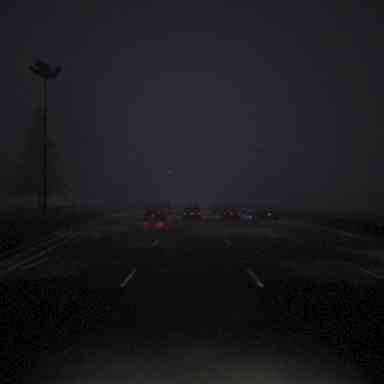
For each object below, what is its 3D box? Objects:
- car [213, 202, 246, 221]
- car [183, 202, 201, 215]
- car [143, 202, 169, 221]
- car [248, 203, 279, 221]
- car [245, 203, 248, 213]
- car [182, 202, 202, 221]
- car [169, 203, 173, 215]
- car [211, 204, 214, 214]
[{"bbox_3d":[3.492,1.980,31.714,2.033,1.411,5.357,0,-1,0],"label":"car"},{"bbox_3d":[-0.004,2.073,42.615,2.128,1.511,4.902,0,-1,0],"label":"car"},{"bbox_3d":[-3.508,1.964,32.129,1.812,1.442,4.674,0,-1,0],"label":"car"},{"bbox_3d":[6.992,2.003,32.131,1.994,1.385,4.181,0,-1,0],"label":"car"},{"bbox_3d":[6.996,2.107,42.649,1.812,1.442,4.674,0,-1,0],"label":"car"},{"bbox_3d":[-0.008,1.980,31.713,2.033,1.411,5.357,0,-1,0],"label":"car"},{"bbox_3d":[-3.504,2.073,42.612,2.128,1.511,4.902,0,-1,0],"label":"car"},{"bbox_3d":[3.498,2.061,42.756,1.882,1.535,5.008,0,0,0],"label":"car"}]
